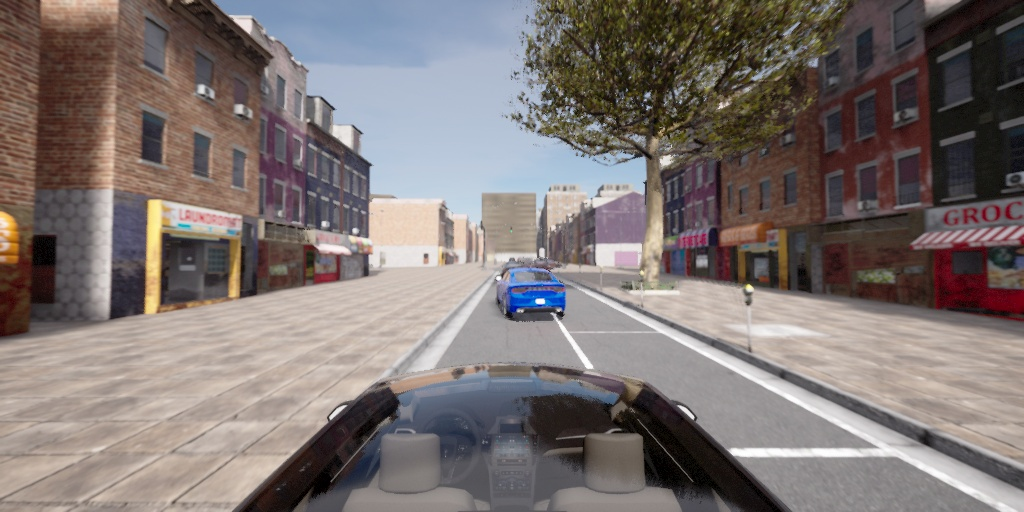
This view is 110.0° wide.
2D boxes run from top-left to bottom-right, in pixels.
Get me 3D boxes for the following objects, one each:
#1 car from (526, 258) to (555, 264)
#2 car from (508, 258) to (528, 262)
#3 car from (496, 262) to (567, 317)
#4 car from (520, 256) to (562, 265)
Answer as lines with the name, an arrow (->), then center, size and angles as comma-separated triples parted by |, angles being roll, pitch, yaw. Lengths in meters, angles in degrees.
car -> 2.639, 1.029, 34.471 | 1.967, 1.591, 4.097 | 0, 0, 0
car -> 0.096, 1.138, 28.233 | 1.812, 1.442, 4.674 | 0, 0, 0
car -> 0.528, 1.161, 12.950 | 1.882, 1.535, 5.008 | 0, 0, -7
car -> 4.159, 1.031, 45.527 | 5.357, 1.411, 2.033 | 0, -1, -28
